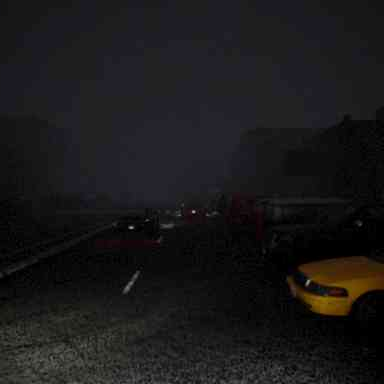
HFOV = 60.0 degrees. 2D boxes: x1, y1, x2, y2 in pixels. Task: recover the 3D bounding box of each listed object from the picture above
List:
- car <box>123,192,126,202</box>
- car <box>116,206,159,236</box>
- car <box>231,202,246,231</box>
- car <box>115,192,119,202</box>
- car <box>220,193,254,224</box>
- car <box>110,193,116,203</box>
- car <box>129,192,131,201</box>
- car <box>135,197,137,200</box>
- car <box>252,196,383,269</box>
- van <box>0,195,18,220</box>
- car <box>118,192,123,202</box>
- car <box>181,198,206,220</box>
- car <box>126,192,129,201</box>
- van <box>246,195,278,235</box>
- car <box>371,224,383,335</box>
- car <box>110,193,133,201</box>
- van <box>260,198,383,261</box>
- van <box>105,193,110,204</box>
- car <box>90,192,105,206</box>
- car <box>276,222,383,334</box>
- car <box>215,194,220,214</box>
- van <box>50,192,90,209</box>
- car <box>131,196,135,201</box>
[{"bbox_3d":[-15.909,1.221,64.114,4.892,1.521,2.231,0,0,0],"label":"car"},{"bbox_3d":[-2.888,1.492,18.162,1.812,1.442,4.674,0,0,0],"label":"car"},{"bbox_3d":[4.711,1.453,17.195,4.892,1.521,2.231,0,0,0],"label":"car"},{"bbox_3d":[-15.863,1.246,58.602,4.792,1.488,2.163,0,0,0],"label":"car"},{"bbox_3d":[4.753,1.189,20.095,5.566,2.045,2.435,0,0,0],"label":"car"},{"bbox_3d":[-15.893,1.220,55.846,5.008,1.535,2.097,0,0,0],"label":"car"},{"bbox_3d":[-15.919,1.237,69.626,5.008,1.535,2.097,0,0,0],"label":"car"},{"bbox_3d":[-15.933,1.332,77.892,4.674,1.452,2.002,0,0,0],"label":"car"},{"bbox_3d":[4.680,1.222,8.859,5.566,2.045,2.435,0,0,0],"label":"car"},{"bbox_3d":[-15.944,1.188,25.518,4.442,1.987,1.878,0,0,0],"label":"van"},{"bbox_3d":[-15.905,1.217,61.358,4.892,1.521,2.231,0,0,0],"label":"car"},{"bbox_3d":[0.133,1.484,27.376,1.994,1.385,4.181,0,0,0],"label":"car"},{"bbox_3d":[-15.904,1.227,66.870,5.008,1.535,2.097,0,0,0],"label":"car"},{"bbox_3d":[4.832,1.235,14.412,4.442,1.987,1.878,0,0,0],"label":"van"},{"bbox_3d":[4.741,1.354,3.419,4.553,1.767,2.185,0,0,0],"label":"car"},{"bbox_3d":[-15.893,1.144,75.138,4.553,1.767,2.185,0,0,0],"label":"car"},{"bbox_3d":[4.828,1.242,11.758,4.442,1.987,1.878,0,0,0],"label":"van"},{"bbox_3d":[-15.998,1.001,53.210,4.442,1.987,1.878,0,0,0],"label":"van"},{"bbox_3d":[-15.842,1.001,47.574,5.566,2.045,2.435,0,0,0],"label":"car"},{"bbox_3d":[4.524,1.475,6.076,5.366,1.575,1.946,0,0,0],"label":"car"},{"bbox_3d":[4.776,1.144,28.431,5.566,2.045,2.435,0,0,0],"label":"car"},{"bbox_3d":[-15.743,1.066,42.063,4.442,1.987,1.878,0,1,0],"label":"van"},{"bbox_3d":[-15.948,1.001,72.384,5.566,2.045,2.435,0,0,0],"label":"car"}]
